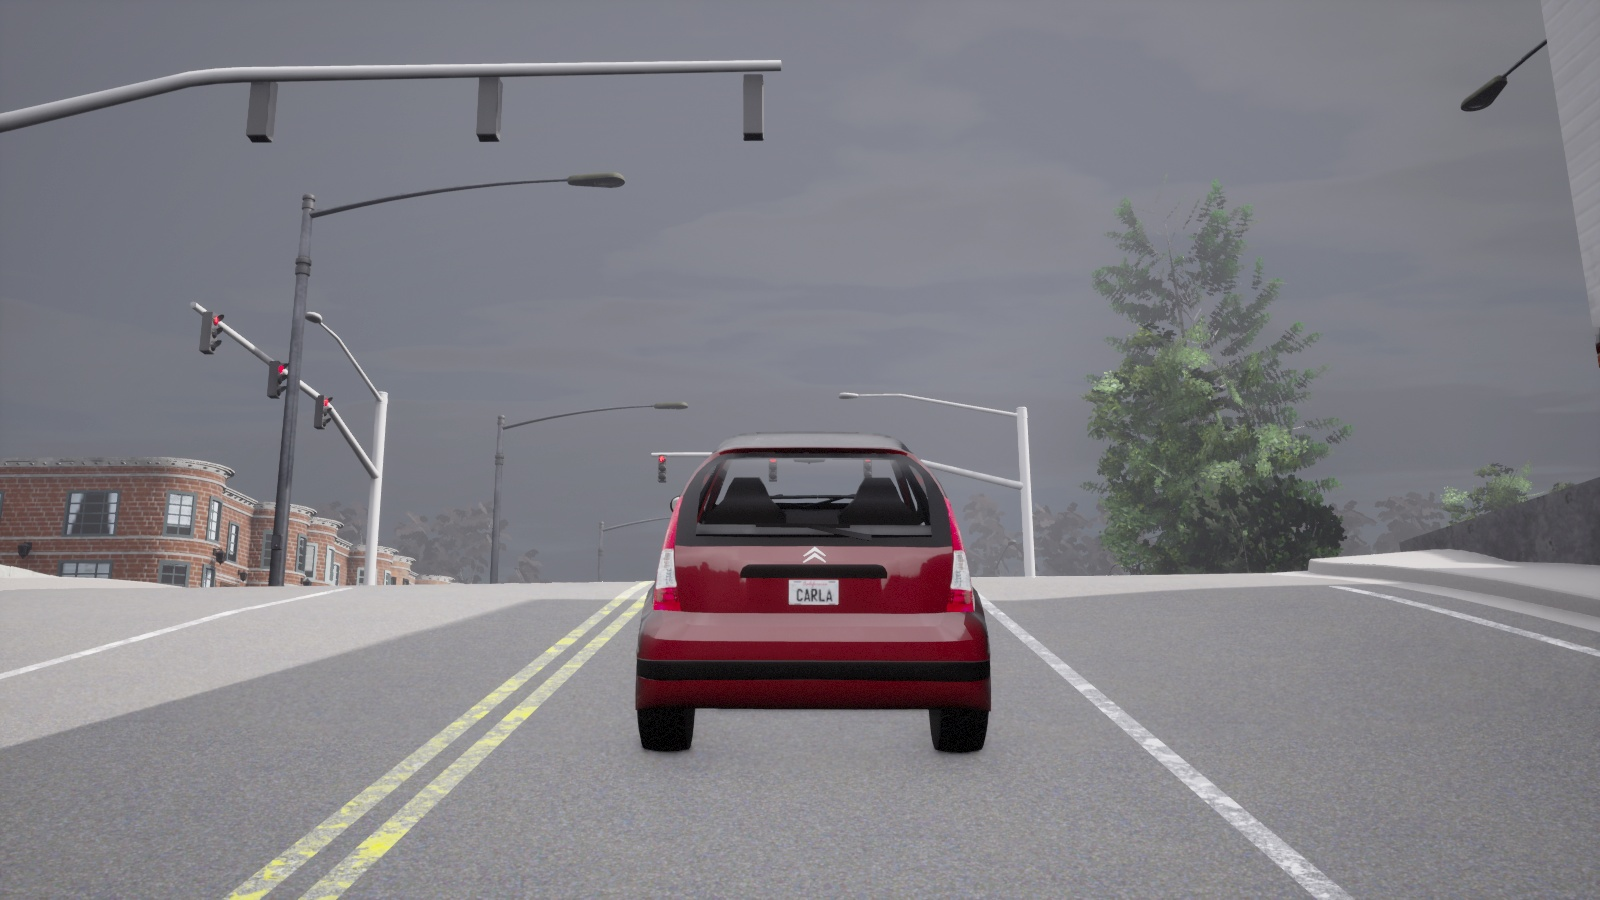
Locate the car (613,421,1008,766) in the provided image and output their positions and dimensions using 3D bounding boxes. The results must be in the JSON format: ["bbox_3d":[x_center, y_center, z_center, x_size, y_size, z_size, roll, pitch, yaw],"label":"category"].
[{"bbox_3d":[0.052,0.677,7.901,1.851,1.617,3.988,0,0,0],"label":"car"}]
